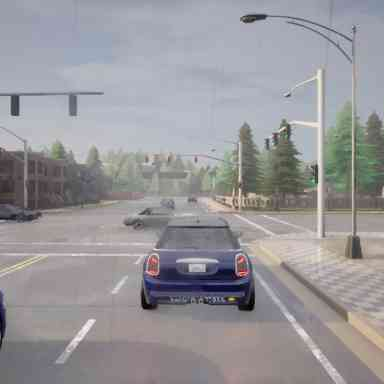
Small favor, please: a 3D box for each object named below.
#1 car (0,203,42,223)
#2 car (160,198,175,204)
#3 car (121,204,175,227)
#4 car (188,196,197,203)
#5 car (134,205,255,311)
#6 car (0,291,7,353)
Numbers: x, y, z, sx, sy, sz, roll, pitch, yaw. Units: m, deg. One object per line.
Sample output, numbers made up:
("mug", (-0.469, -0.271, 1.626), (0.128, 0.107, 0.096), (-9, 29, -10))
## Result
("car", (-14.123, 1.548, 24.687), (5.357, 1.411, 2.033), (0, 0, -10))
("car", (-3.251, 1.547, 43.923), (2.033, 1.411, 5.357), (0, 0, -1))
("car", (-1.759, 1.601, 20.287), (4.718, 1.301, 1.895), (0, 0, 2))
("car", (0.067, 1.505, 68.241), (1.837, 1.490, 4.892), (0, 0, 0))
("car", (0.162, 1.352, 7.953), (2.097, 1.767, 4.553), (0, 0, 2))
("car", (-3.440, 1.478, 2.501), (1.882, 1.535, 5.008), (0, 0, 0))
